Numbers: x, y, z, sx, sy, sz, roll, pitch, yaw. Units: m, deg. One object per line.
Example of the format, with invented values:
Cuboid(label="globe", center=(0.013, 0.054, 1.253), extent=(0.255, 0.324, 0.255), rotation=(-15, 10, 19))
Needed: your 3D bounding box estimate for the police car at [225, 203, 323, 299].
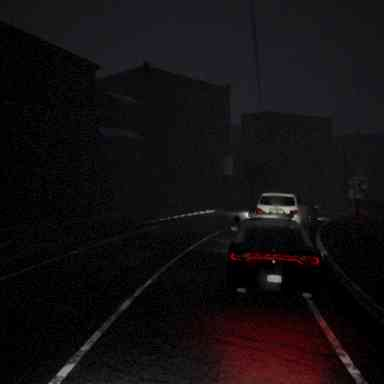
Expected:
Cuboid(label="police car", center=(1.982, 1.311, 8.460), extent=(1.930, 1.638, 5.238), rotation=(1, 1, 11))

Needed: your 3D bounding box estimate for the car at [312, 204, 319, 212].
Cuboid(label="car", center=(7.274, 1.271, 22.490), extent=(1.837, 1.490, 4.892), rotation=(3, 2, 30))

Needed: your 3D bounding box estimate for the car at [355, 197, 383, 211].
Cuboid(label="car", center=(21.148, 1.305, 38.920), extent=(5.008, 1.535, 1.882), rotation=(1, 4, -33))

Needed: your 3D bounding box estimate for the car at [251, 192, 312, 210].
Cuboid(label="car", center=(4.777, 1.018, 17.407), extent=(2.150, 2.045, 5.566), rotation=(2, 1, 23))

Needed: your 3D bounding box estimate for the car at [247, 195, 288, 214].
Cuboid(label="car", center=(6.837, 1.088, 29.892), extent=(1.994, 1.385, 4.181), rotation=(4, 2, 37))
